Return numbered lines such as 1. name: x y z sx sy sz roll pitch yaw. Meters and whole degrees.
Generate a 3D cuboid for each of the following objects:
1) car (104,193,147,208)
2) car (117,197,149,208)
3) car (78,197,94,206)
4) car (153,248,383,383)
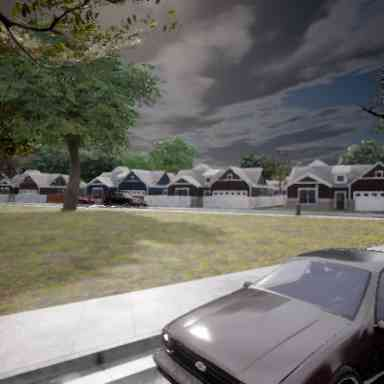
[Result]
1. car: -9.380 1.093 44.970 5.566 2.045 2.150 0 0 28
2. car: -8.513 1.450 47.730 4.181 1.385 1.994 0 0 28
3. car: -17.802 1.432 52.492 4.718 1.301 1.895 0 0 27
4. car: 2.184 1.561 4.627 5.357 1.411 2.033 0 0 -35
